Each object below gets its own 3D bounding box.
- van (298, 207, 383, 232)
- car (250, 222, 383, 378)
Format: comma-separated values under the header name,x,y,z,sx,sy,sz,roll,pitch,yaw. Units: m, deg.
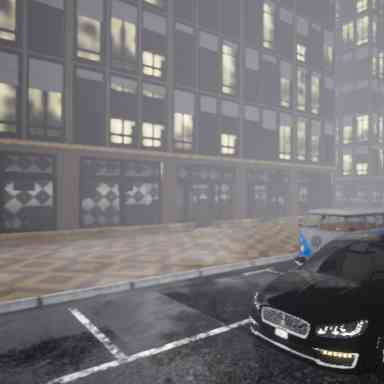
name,x,y,z,sx,sy,sz,roll,pitch,yaw
van,4.929,1.353,10.094,3.998,1.788,1.690,0,0,-36
car,3.100,1.510,5.599,4.892,1.490,1.837,-1,0,-35
